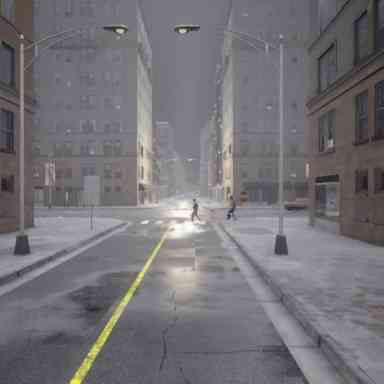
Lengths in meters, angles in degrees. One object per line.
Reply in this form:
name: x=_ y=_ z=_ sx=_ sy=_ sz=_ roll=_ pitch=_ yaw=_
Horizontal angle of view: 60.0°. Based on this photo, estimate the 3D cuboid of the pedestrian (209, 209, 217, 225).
pedestrian: x=1.438 y=1.673 z=22.544 sx=0.500 sy=1.100 sz=0.500 roll=0 pitch=0 yaw=0

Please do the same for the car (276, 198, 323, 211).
car: x=12.772 y=1.453 z=39.777 sx=5.008 sy=1.535 sz=1.882 roll=0 pitch=0 yaw=0

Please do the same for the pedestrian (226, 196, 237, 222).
pedestrian: x=2.744 y=1.141 z=23.142 sx=0.375 sy=1.860 sz=0.375 roll=0 pitch=0 yaw=0

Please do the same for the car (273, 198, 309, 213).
car: x=11.332 y=1.582 z=36.529 sx=4.718 sy=1.301 sz=1.895 roll=0 pitch=0 yaw=0

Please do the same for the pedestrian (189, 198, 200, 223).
pedestrian: x=0.186 y=1.293 z=23.745 sx=0.375 sy=1.860 sz=0.375 roll=0 pitch=0 yaw=0
